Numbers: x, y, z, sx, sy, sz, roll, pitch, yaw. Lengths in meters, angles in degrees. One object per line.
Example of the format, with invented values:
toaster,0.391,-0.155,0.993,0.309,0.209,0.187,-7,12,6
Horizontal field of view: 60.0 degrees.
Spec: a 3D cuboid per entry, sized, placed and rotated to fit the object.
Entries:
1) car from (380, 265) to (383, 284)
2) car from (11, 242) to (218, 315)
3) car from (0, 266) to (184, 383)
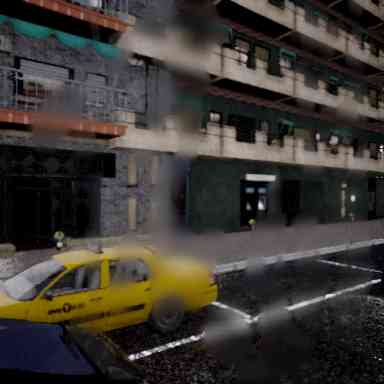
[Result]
car,6.283,1.580,7.812,4.181,1.385,1.994,0,0,-35
car,-1.798,1.528,5.267,4.829,1.417,1.752,0,0,-35
car,-2.244,1.563,1.767,4.181,1.385,1.994,0,0,-35
